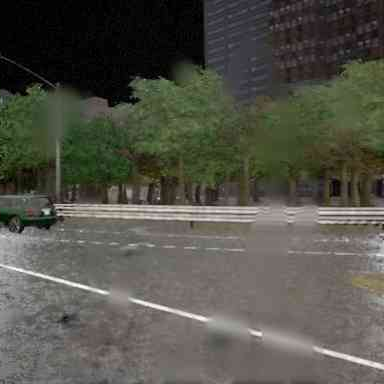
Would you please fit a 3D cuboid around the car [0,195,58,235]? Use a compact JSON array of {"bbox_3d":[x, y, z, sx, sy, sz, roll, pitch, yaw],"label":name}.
[{"bbox_3d":[-10.281,1.207,18.936,5.566,2.045,2.150,0,0,22],"label":"car"}]
